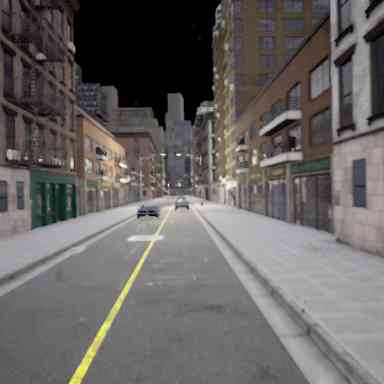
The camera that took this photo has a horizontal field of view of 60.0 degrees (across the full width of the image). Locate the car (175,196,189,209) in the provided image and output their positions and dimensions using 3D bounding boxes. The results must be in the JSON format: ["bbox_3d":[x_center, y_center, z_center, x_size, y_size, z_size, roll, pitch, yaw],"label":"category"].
[{"bbox_3d":[-1.325,1.538,44.225,2.033,1.411,5.357,-1,0,-2],"label":"car"}]

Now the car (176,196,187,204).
[{"bbox_3d":[-2.084,1.499,64.924,2.128,1.511,4.902,-1,0,-2],"label":"car"}]

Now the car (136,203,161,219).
[{"bbox_3d":[-3.759,1.651,29.472,1.895,1.301,4.718,-1,0,-2],"label":"car"}]
